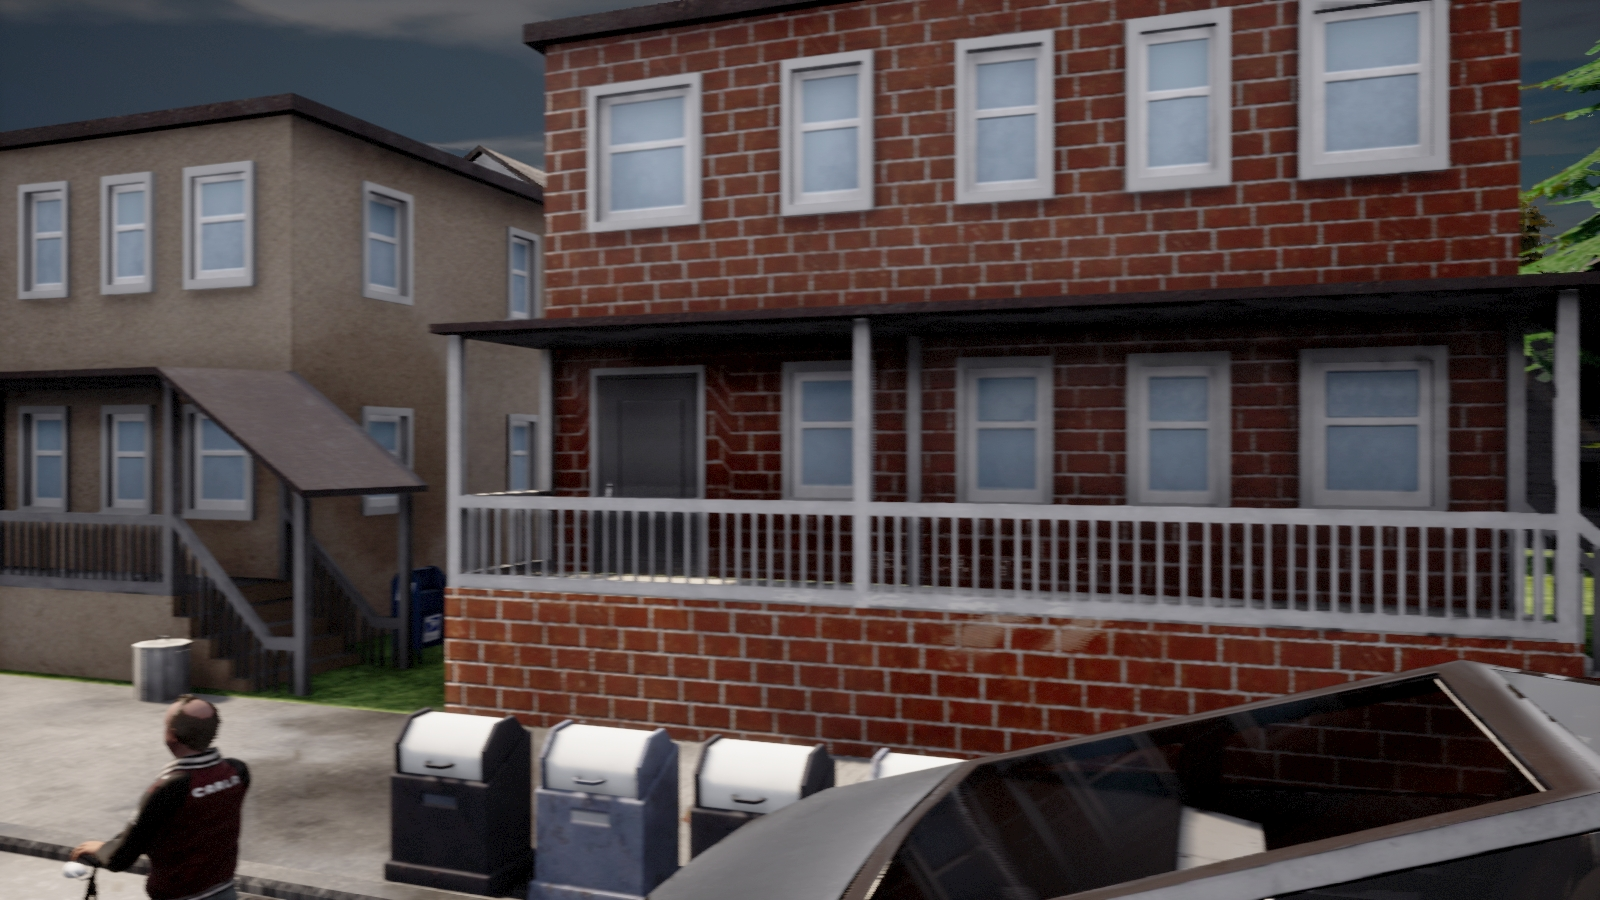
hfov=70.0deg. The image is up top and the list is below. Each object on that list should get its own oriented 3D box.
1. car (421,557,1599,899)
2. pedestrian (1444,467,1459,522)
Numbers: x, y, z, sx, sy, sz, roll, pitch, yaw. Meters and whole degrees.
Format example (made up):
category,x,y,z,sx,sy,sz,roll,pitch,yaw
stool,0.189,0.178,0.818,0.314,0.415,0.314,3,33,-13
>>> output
category,x,y,z,sx,sy,sz,roll,pitch,yaw
car,2.392,1.533,2.960,6.274,2.098,2.390,0,0,20
pedestrian,22.233,1.524,38.977,0.375,1.860,0.375,0,0,20
